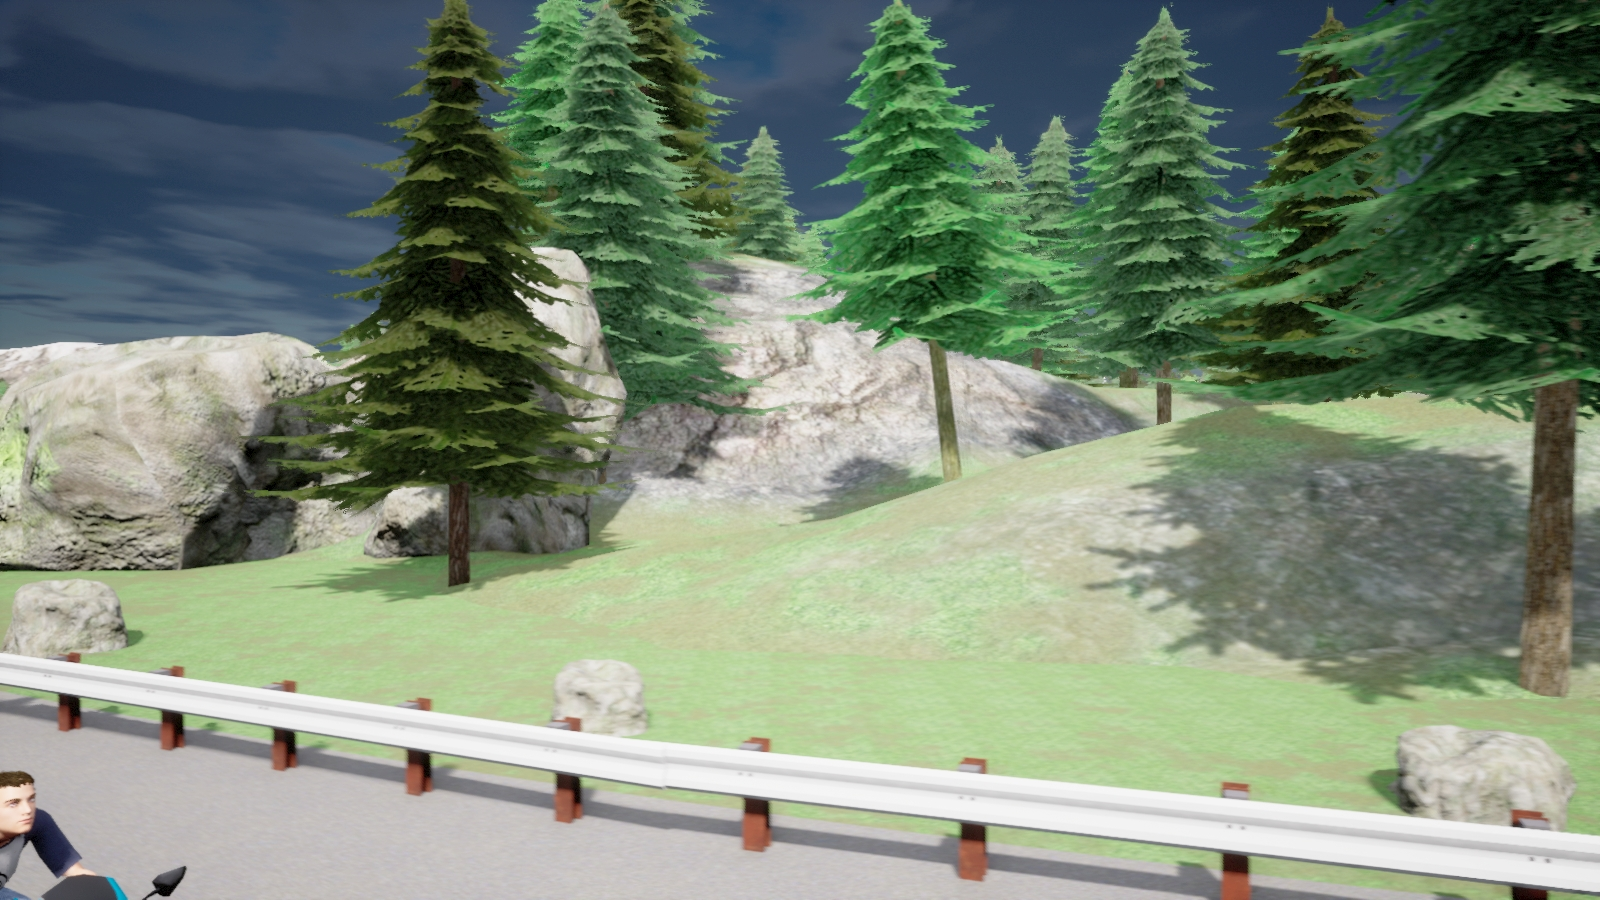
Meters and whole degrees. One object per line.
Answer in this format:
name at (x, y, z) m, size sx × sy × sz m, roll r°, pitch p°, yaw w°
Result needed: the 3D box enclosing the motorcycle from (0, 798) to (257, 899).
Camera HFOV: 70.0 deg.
motorcycle at (-3.251, 2.179, 4.564) m, size 2.033 × 1.217 × 0.803 m, roll 0°, pitch -1°, yaw 24°
